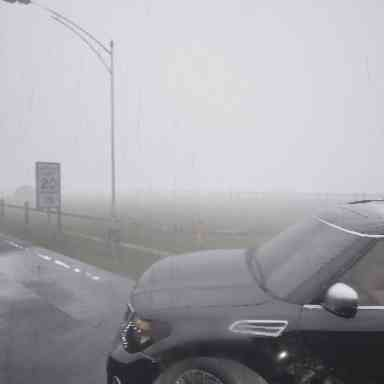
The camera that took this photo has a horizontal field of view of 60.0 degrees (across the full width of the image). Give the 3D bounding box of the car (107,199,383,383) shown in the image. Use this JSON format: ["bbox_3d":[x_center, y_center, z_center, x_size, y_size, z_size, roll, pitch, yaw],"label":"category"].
[{"bbox_3d":[2.009,1.142,3.403,5.566,2.045,2.150,0,4,7],"label":"car"}]
